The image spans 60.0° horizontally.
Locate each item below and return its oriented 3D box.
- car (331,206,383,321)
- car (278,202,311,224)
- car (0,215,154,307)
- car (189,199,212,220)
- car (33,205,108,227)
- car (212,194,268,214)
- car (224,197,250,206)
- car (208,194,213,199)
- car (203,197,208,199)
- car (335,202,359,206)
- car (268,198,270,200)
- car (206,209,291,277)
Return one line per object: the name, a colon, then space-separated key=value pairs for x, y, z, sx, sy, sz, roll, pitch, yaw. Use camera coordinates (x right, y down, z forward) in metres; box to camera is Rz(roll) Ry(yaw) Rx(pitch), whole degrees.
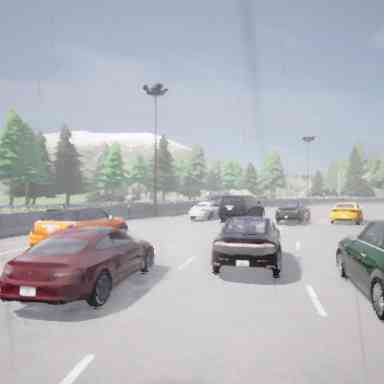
car: x=4.630 y=1.363 z=7.213 sx=2.097 sy=1.767 sz=4.553 roll=0 pitch=0 yaw=12
car: x=7.706 y=1.532 z=25.177 sx=2.128 sy=1.511 sz=4.902 roll=0 pitch=0 yaw=29
car: x=-2.372 y=1.538 z=7.986 sx=1.812 sy=1.442 sz=4.674 roll=0 pitch=0 yaw=12
car: x=1.421 y=1.570 z=28.225 sx=1.812 sy=1.442 sz=4.674 roll=0 pitch=0 yaw=29
car: x=-4.462 y=1.374 z=13.895 sx=2.097 sy=1.767 sz=4.553 roll=0 pitch=0 yaw=15
car: x=3.854 y=1.261 z=25.500 sx=2.150 sy=2.045 sz=5.566 roll=0 pitch=0 yaw=27
car: x=7.846 y=1.618 z=58.181 sx=4.674 sy=1.442 sz=1.812 roll=0 pitch=0 yaw=-40
car: x=5.966 y=1.644 z=61.315 sx=5.357 sy=1.411 sz=2.033 roll=0 pitch=0 yaw=-41
car: x=4.570 y=1.322 z=64.589 sx=5.566 sy=2.045 sz=2.150 roll=0 pitch=0 yaw=-40
car: x=11.898 y=1.518 z=25.464 sx=1.882 sy=1.535 sz=5.008 roll=0 pitch=0 yaw=31
car: x=11.227 y=1.441 z=56.397 sx=4.553 sy=1.767 sz=2.097 roll=0 pitch=0 yaw=-39
car: x=1.823 y=1.510 z=10.416 sx=2.128 sy=1.511 sz=4.902 roll=0 pitch=0 yaw=14
